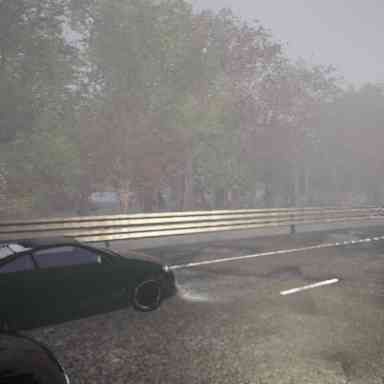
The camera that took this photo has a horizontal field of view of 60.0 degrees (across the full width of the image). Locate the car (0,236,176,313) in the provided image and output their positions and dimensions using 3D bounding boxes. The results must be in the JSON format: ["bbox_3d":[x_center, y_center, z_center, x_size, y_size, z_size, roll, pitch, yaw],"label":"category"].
[{"bbox_3d":[-2.389,1.555,6.252,4.181,1.385,1.994,0,0,-35],"label":"car"}]

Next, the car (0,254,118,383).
[{"bbox_3d":[-3.083,1.487,1.481,4.902,1.511,2.128,0,0,-36],"label":"car"}]
